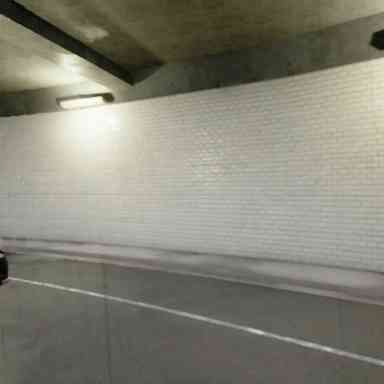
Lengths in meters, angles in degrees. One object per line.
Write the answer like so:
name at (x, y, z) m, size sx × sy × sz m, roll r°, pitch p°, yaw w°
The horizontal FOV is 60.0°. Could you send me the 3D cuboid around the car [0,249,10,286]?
car at (-6.058, 1.483, 7.016) m, size 4.902 × 1.511 × 2.128 m, roll 0°, pitch 0°, yaw 26°
